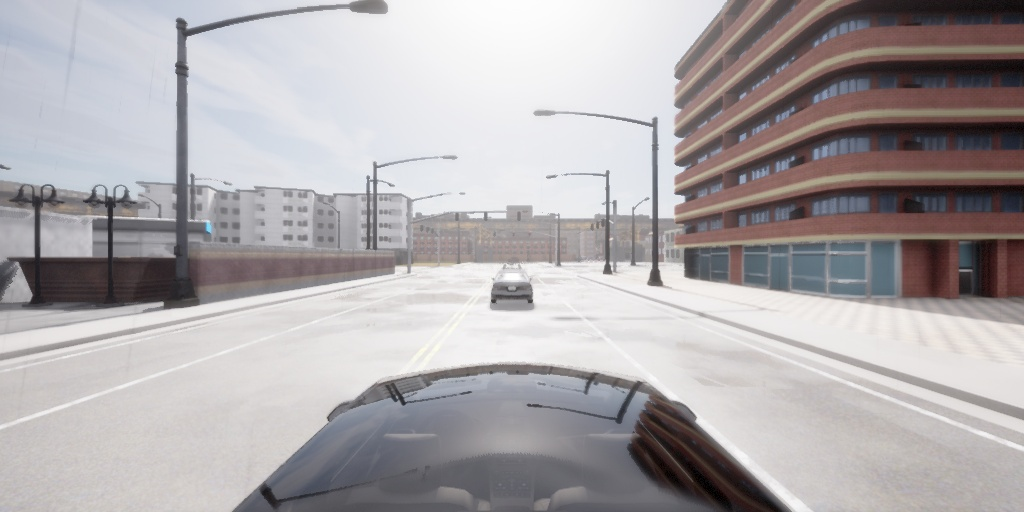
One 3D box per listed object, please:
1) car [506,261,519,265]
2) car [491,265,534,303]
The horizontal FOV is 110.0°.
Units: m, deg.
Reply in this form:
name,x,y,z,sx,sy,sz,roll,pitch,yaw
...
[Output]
name,x,y,z,sx,sy,sz,roll,pitch,yaw
car,0.000,1.365,31.530,1.895,1.301,4.718,0,0,0
car,0.000,1.312,16.500,2.033,1.411,5.357,0,0,0
